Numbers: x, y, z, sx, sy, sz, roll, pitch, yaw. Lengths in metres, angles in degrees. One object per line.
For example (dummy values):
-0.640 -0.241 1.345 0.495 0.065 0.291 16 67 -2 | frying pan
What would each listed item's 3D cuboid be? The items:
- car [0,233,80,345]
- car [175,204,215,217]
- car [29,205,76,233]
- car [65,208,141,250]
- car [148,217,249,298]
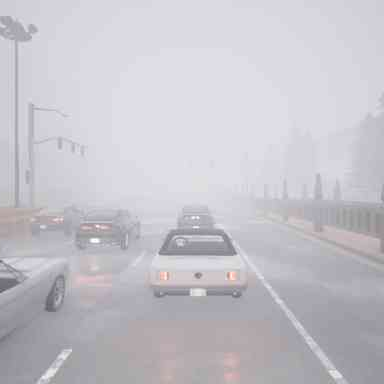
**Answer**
-3.385 1.576 4.663 1.895 1.301 4.718 0 0 0 | car
0.187 1.385 17.612 1.837 1.490 4.892 0 0 0 | car
-6.843 1.406 17.518 1.812 1.442 4.674 0 0 -1 | car
-3.337 1.412 13.889 1.837 1.490 4.892 0 0 0 | car
0.131 1.549 8.352 1.895 1.301 4.718 0 0 0 | car
